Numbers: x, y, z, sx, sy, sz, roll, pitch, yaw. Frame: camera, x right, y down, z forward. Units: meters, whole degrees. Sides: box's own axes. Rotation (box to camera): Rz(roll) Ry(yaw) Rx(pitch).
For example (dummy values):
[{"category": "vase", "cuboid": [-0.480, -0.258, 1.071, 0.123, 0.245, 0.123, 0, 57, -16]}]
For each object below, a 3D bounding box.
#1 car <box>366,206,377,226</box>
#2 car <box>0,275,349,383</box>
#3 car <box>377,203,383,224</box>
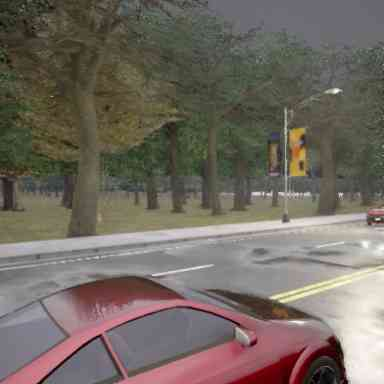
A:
[{"category": "car", "cuboid": [12.893, 1.311, 20.878, 5.008, 1.535, 1.882, -1, 0, -35]}, {"category": "car", "cuboid": [-0.389, 1.553, 3.163, 4.181, 1.385, 1.994, -1, 0, -36]}, {"category": "car", "cuboid": [10.918, 1.344, 15.475, 5.008, 1.535, 1.882, 0, 0, -36]}]
